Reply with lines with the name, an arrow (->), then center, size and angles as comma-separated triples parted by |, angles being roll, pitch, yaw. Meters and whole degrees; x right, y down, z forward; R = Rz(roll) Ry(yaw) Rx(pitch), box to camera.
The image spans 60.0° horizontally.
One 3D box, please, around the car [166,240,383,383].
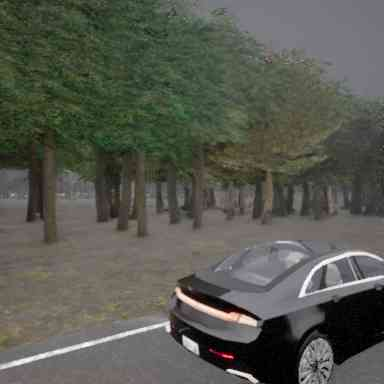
car -> 1.958, 1.507, 5.142 | 4.902, 1.511, 2.128 | 0, 0, -35
